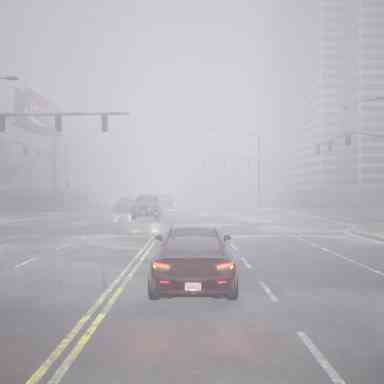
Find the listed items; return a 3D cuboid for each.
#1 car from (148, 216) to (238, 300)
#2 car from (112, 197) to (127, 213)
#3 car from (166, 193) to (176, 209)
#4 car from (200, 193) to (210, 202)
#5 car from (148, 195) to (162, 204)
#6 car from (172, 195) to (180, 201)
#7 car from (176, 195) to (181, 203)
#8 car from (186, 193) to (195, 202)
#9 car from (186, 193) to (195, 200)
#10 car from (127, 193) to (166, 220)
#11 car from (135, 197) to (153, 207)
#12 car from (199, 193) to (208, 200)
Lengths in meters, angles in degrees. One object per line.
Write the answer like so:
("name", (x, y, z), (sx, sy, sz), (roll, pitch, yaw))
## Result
("car", (0.028, 1.526, 8.237), (1.812, 1.442, 4.674), (0, 0, 0))
("car", (-7.260, 1.350, 36.362), (2.097, 1.767, 4.553), (0, 0, 0))
("car", (-3.812, 1.221, 46.493), (2.150, 2.045, 5.566), (0, 0, 0))
("car", (3.149, 1.515, 78.046), (2.128, 1.511, 4.902), (0, 0, 0))
("car", (-7.311, 1.490, 66.908), (2.128, 1.511, 4.902), (0, 0, 2))
("car", (-3.867, 1.510, 81.642), (1.812, 1.442, 4.674), (0, 0, 0))
("car", (-3.827, 1.564, 66.743), (1.994, 1.385, 4.181), (0, 0, 0))
("car", (-0.353, 1.584, 78.413), (1.895, 1.301, 4.718), (0, 0, 0))
("car", (-0.398, 1.184, 88.318), (2.097, 1.767, 4.553), (0, 0, 0))
("car", (-3.723, 1.222, 28.157), (2.150, 2.045, 5.566), (0, 0, 0))
("car", (-7.322, 1.492, 51.051), (2.128, 1.511, 4.902), (0, 0, 0))
("car", (3.102, 1.184, 88.334), (2.097, 1.767, 4.553), (0, 0, 0))
